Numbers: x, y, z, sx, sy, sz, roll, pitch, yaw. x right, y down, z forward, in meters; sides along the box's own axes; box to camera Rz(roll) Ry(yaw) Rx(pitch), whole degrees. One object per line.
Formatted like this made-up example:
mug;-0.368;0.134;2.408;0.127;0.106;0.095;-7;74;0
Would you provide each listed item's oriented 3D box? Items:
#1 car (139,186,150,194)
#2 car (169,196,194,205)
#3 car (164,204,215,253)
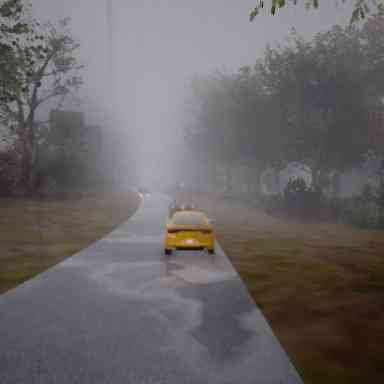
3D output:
car;-9.219;-0.445;64.493;1.882;1.535;5.008;2;2;-12
car;-0.889;1.197;28.423;2.097;1.767;4.553;1;2;-4
car;-0.129;1.557;14.240;1.882;1.535;5.008;1;1;-1
